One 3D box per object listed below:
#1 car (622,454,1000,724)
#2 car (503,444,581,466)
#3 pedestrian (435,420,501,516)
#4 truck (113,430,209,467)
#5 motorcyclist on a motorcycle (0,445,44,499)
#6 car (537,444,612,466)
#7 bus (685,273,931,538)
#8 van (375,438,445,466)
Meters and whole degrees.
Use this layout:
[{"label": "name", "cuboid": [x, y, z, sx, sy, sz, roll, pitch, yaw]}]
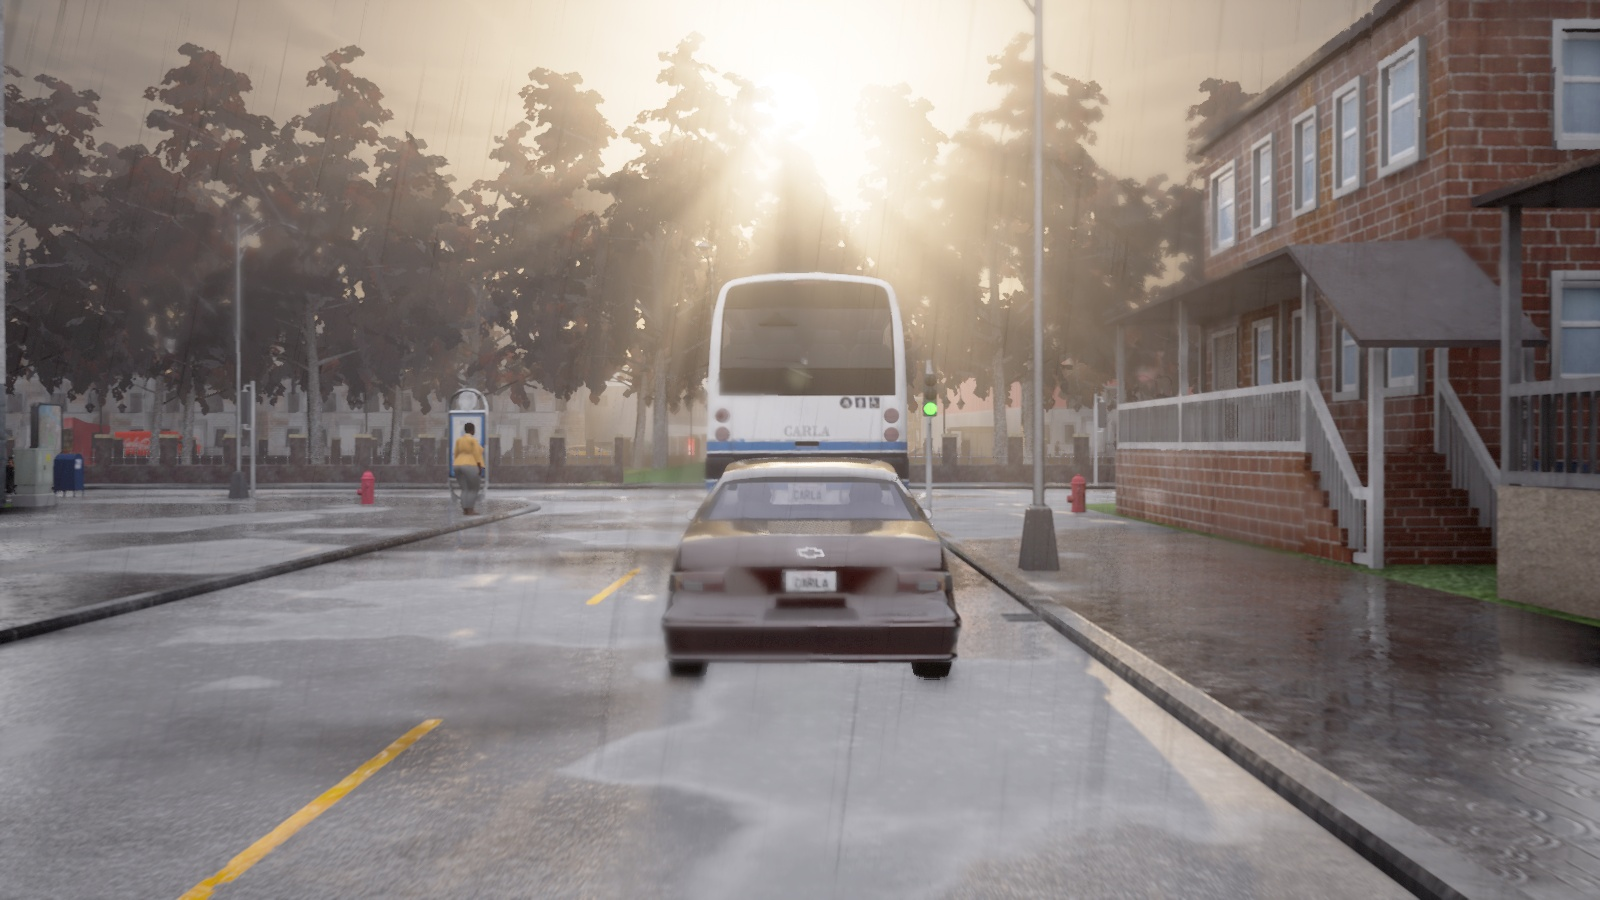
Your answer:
[{"label": "car", "cuboid": [0.069, 0.756, 9.426, 2.033, 1.411, 5.357, 0, 0, 0]}, {"label": "car", "cuboid": [-17.525, 0.343, 85.413, 4.902, 1.511, 2.128, 0, 0, 0]}, {"label": "pedestrian", "cuboid": [-6.562, 0.351, 24.843, 0.874, 1.855, 0.900, 0, 0, 32]}, {"label": "truck", "cuboid": [-43.479, -0.121, 85.504, 5.204, 2.467, 2.627, 0, 0, 0]}, {"label": "motorcyclist on a motorcycle", "cuboid": [-23.130, 0.617, 36.150, 2.191, 1.530, 0.866, 0, 0, 0]}, {"label": "car", "cuboid": [-16.028, 0.350, 89.408, 5.008, 1.535, 1.882, 0, 0, 0]}, {"label": "bus", "cuboid": [0.175, -0.732, 25.296, 3.944, 4.253, 10.273, 0, 0, 1]}, {"label": "van", "cuboid": [-27.785, 0.115, 89.449, 4.442, 1.987, 1.775, 0, 0, 0]}]
